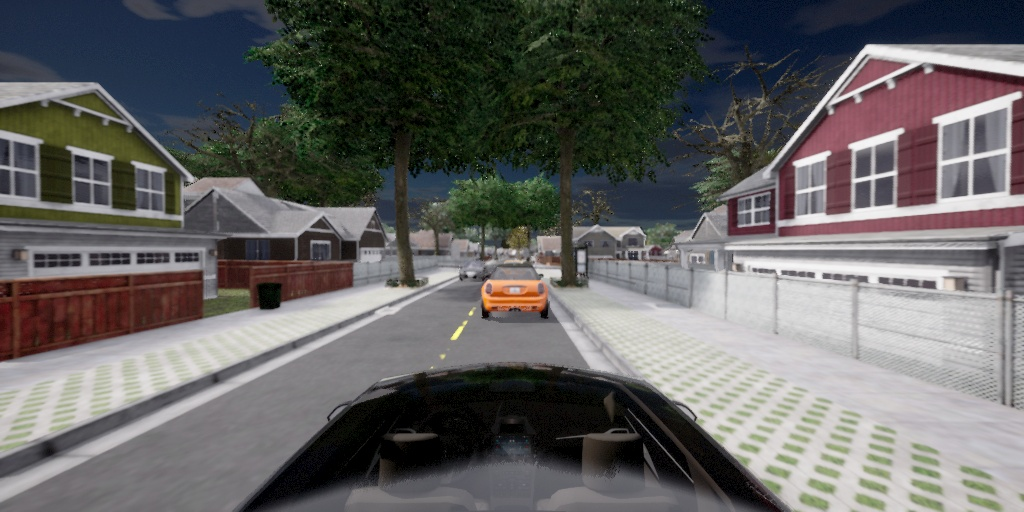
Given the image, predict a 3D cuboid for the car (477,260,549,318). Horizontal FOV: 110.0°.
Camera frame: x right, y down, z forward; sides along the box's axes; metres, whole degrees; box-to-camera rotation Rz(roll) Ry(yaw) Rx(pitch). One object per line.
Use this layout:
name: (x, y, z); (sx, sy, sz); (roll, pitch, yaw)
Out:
car: (0.091, 1.026, 12.802); (2.097, 1.767, 4.553); (0, 0, 0)

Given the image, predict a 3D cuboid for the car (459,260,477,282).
car: (-2.837, 1.091, 27.166); (2.128, 1.511, 4.902); (0, 0, 0)
